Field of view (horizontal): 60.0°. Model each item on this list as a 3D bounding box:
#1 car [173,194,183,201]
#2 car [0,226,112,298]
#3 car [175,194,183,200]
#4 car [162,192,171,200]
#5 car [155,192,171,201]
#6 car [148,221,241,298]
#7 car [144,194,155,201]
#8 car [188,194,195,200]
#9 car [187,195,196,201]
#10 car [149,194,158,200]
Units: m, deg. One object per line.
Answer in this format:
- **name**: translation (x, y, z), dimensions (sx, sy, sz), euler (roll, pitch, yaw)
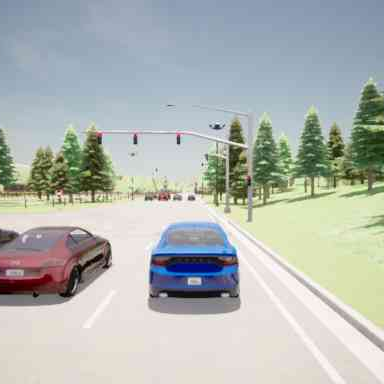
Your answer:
- **car**: translation (-3.641, 1.342, 82.800), dimensions (2.097, 1.767, 4.553), euler (0, 0, 0)
- **car**: translation (-3.451, 1.564, 8.578), dimensions (1.994, 1.385, 4.181), euler (0, 0, 1)
- **car**: translation (-3.658, 1.380, 92.867), dimensions (1.994, 1.385, 4.181), euler (0, 0, 0)
- **car**: translation (-7.158, 1.053, 92.891), dimensions (2.150, 2.045, 5.566), euler (0, 0, 0)
- **car**: translation (-7.141, 1.213, 82.471), dimensions (2.150, 2.045, 5.566), euler (0, 0, 0)
- **car**: translation (0.055, 1.477, 8.550), dimensions (1.882, 1.535, 5.008), euler (0, 0, 0)
- **car**: translation (-10.640, 1.488, 82.435), dimensions (1.837, 1.490, 4.892), euler (0, 0, 0)
- **car**: translation (-0.158, 1.380, 92.873), dimensions (1.994, 1.385, 4.181), euler (0, 0, 0)
- **car**: translation (-0.140, 1.465, 82.453), dimensions (1.882, 1.535, 5.008), euler (0, 0, 0)
- **car**: translation (-10.658, 1.328, 92.855), dimensions (1.837, 1.490, 4.892), euler (0, 0, 0)
